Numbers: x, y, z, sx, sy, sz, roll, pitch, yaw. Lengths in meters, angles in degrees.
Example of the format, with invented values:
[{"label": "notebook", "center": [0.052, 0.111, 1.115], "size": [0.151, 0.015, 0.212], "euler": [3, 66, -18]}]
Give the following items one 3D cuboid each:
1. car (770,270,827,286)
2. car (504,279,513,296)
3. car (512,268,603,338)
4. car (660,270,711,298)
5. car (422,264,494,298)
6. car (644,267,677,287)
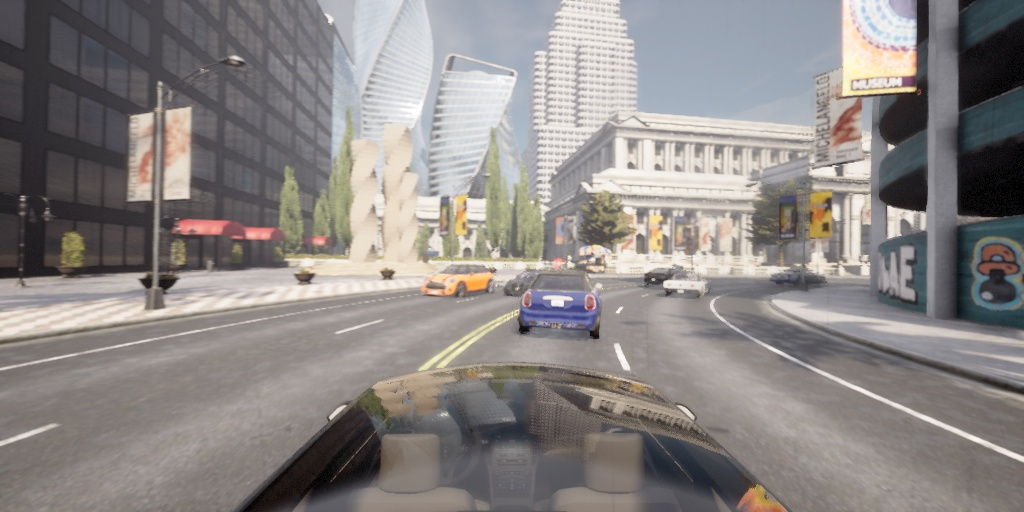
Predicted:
[{"label": "car", "center": [26.354, 1.997, 33.009], "size": [5.357, 1.411, 2.033], "euler": [1, -1, -19]}, {"label": "car", "center": [1.226, 1.492, 19.813], "size": [1.994, 1.385, 4.181], "euler": [1, -1, 29]}, {"label": "car", "center": [1.647, 1.209, 10.946], "size": [2.097, 1.767, 4.553], "euler": [1, 0, 14]}, {"label": "car", "center": [10.624, 1.696, 21.507], "size": [1.895, 1.301, 4.718], "euler": [1, -1, 37]}, {"label": "car", "center": [-2.783, 1.212, 19.399], "size": [2.097, 1.767, 4.553], "euler": [1, -1, 26]}, {"label": "car", "center": [12.285, 1.659, 28.364], "size": [5.008, 1.535, 1.882], "euler": [1, -1, -44]}]
